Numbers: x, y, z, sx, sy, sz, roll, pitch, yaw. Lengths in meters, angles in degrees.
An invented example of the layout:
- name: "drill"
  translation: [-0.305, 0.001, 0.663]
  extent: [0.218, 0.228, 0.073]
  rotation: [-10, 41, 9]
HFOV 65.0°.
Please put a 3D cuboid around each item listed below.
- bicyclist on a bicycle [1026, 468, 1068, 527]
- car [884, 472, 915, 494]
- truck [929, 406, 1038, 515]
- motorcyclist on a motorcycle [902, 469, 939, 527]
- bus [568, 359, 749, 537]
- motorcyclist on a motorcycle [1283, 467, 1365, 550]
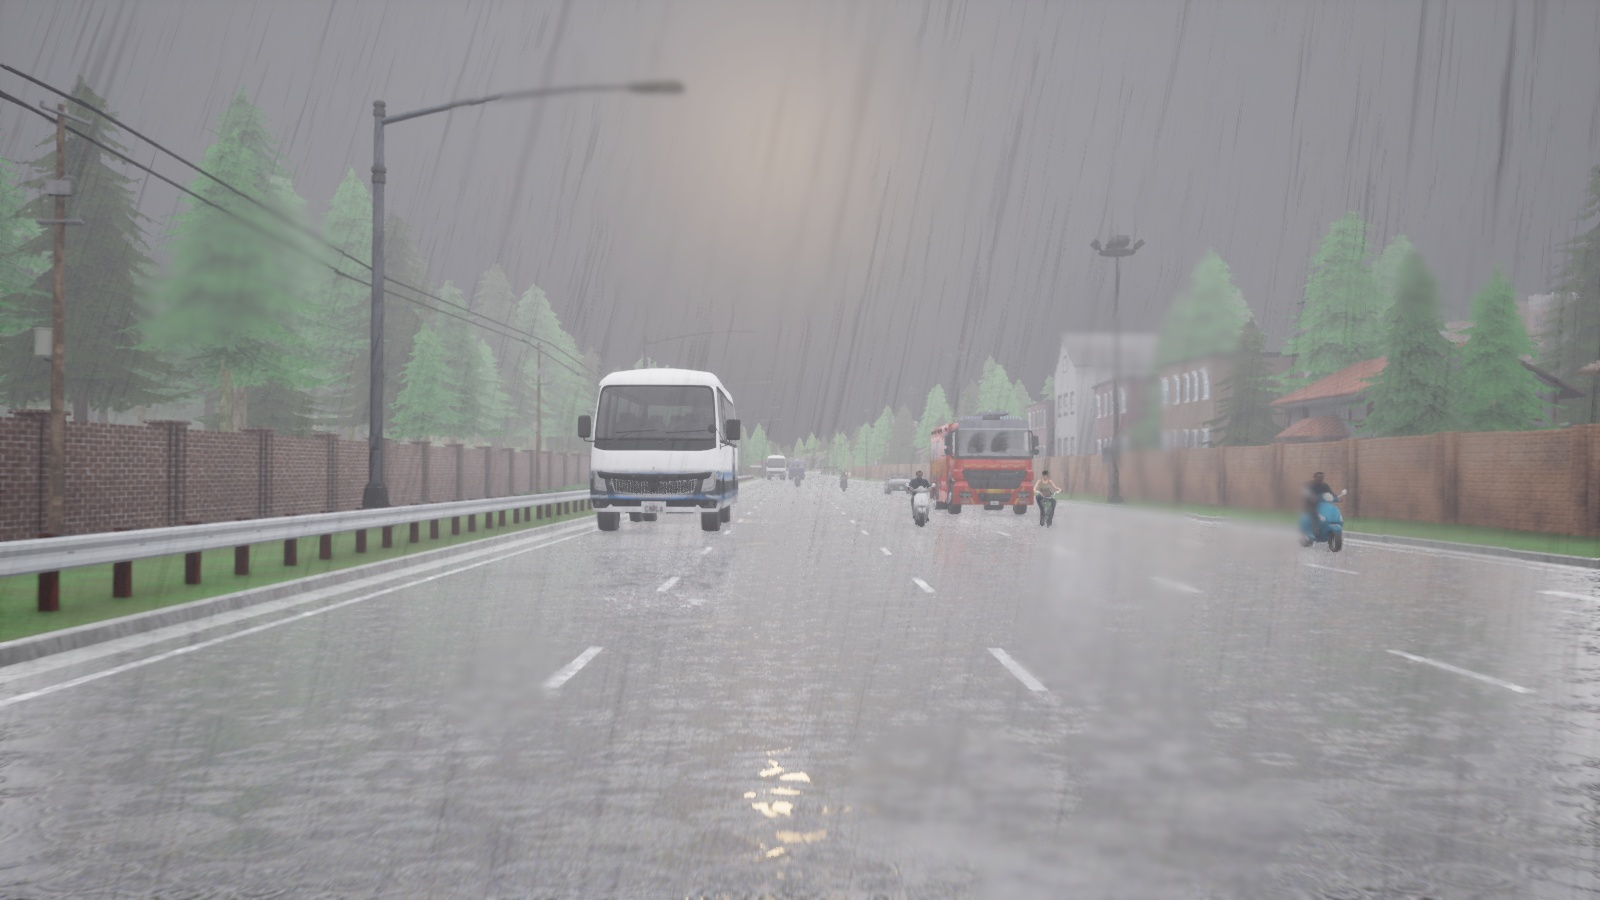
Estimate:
- name: "bicyclist on a bicycle"
  translation: [6.918, 1.314, 35.252]
  extent: [0.866, 1.612, 1.509]
  rotation: [0, -1, 0]
- name: "car"
  translation: [6.788, 2.240, 85.930]
  extent: [1.816, 1.474, 4.193]
  rotation: [0, -1, 0]
- name: "truck"
  translation: [6.876, 0.431, 48.315]
  extent: [2.891, 3.827, 8.468]
  rotation: [0, -1, 0]
- name: "motorcyclist on a motorcycle"
  translation: [3.411, 1.352, 35.699]
  extent: [0.866, 1.590, 1.817]
  rotation: [0, -1, 0]
- name: "bus"
  translation: [-3.593, 0.042, 35.228]
  extent: [3.944, 4.253, 10.273]
  rotation: [0, -1, 0]
- name: "motorcyclist on a motorcycle"
  translation: [10.437, 1.146, 25.083]
  extent: [0.866, 1.590, 1.817]
  rotation: [0, -1, 0]
